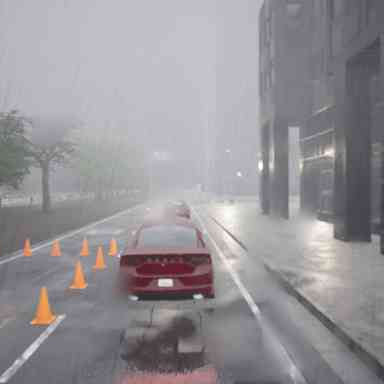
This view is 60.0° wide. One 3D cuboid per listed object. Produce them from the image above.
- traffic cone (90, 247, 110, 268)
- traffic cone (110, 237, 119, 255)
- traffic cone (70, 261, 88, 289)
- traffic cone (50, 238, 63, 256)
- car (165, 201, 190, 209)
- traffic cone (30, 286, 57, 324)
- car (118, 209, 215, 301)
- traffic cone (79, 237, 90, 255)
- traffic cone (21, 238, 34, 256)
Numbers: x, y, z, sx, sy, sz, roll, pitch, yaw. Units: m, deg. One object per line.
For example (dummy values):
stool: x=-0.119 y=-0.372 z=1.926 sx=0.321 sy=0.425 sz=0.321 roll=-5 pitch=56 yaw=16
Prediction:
traffic cone: x=-2.708 y=1.908 z=9.788 sx=0.340 sy=0.580 sz=0.340 roll=-1 pitch=0 yaw=-2
traffic cone: x=-2.775 y=1.893 z=11.787 sx=0.340 sy=0.580 sz=0.340 roll=-1 pitch=0 yaw=-2
traffic cone: x=-2.641 y=1.922 z=7.790 sx=0.340 sy=0.580 sz=0.340 roll=-1 pitch=0 yaw=-2
traffic cone: x=-4.774 y=1.913 z=11.721 sx=0.340 sy=0.580 sz=0.340 roll=-1 pitch=0 yaw=-2
car: x=-1.144 y=1.360 z=26.240 sx=1.994 sy=1.385 sz=4.181 roll=-1 pitch=1 yaw=-2
traffic cone: x=-2.575 y=1.936 z=5.791 sx=0.340 sy=0.580 sz=0.340 roll=-1 pitch=0 yaw=-2
car: x=-0.547 y=1.420 z=8.290 sx=1.882 sy=1.535 sz=5.008 roll=-1 pitch=0 yaw=-2
traffic cone: x=-3.774 y=1.903 z=11.754 sx=0.340 sy=0.580 sz=0.340 roll=-1 pitch=0 yaw=-2
traffic cone: x=-5.773 y=1.923 z=11.688 sx=0.340 sy=0.580 sz=0.340 roll=-1 pitch=0 yaw=-2
